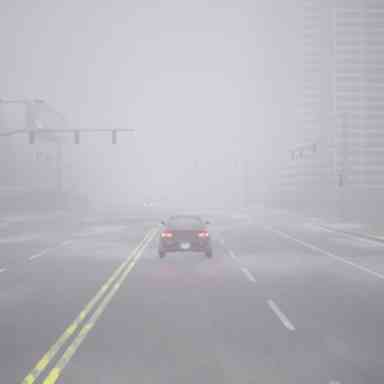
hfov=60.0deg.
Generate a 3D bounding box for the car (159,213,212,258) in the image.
[{"bbox_3d":[-0.253,1.542,12.805,1.812,1.442,4.674,0,0,-1],"label":"car"}]

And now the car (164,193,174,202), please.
[{"bbox_3d":[-5.696,1.332,83.480,2.150,2.045,5.566,0,0,-2],"label":"car"}]

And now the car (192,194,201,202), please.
[{"bbox_3d":[1.330,1.607,82.664,2.128,1.511,4.902,0,0,-2],"label":"car"}]

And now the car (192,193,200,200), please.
[{"bbox_3d":[1.055,1.289,92.949,2.097,1.767,4.553,0,0,-2],"label":"car"}]

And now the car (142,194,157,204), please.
[{"bbox_3d":[-8.772,1.699,67.549,1.895,1.301,4.718,0,0,-2],"label":"car"}]

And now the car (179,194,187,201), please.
[{"bbox_3d":[-2.179,1.686,82.953,1.895,1.301,4.718,0,0,-2],"label":"car"}]

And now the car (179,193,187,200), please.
[{"bbox_3d":[-2.444,1.299,92.855,2.097,1.767,4.553,0,0,-2],"label":"car"}]

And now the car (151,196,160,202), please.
[{"bbox_3d":[-9.185,1.642,83.077,1.812,1.442,4.674,0,0,-2],"label":"car"}]

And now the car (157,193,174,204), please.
[{"bbox_3d":[-5.275,1.315,67.640,2.150,2.045,5.566,0,0,-1],"label":"car"}]
